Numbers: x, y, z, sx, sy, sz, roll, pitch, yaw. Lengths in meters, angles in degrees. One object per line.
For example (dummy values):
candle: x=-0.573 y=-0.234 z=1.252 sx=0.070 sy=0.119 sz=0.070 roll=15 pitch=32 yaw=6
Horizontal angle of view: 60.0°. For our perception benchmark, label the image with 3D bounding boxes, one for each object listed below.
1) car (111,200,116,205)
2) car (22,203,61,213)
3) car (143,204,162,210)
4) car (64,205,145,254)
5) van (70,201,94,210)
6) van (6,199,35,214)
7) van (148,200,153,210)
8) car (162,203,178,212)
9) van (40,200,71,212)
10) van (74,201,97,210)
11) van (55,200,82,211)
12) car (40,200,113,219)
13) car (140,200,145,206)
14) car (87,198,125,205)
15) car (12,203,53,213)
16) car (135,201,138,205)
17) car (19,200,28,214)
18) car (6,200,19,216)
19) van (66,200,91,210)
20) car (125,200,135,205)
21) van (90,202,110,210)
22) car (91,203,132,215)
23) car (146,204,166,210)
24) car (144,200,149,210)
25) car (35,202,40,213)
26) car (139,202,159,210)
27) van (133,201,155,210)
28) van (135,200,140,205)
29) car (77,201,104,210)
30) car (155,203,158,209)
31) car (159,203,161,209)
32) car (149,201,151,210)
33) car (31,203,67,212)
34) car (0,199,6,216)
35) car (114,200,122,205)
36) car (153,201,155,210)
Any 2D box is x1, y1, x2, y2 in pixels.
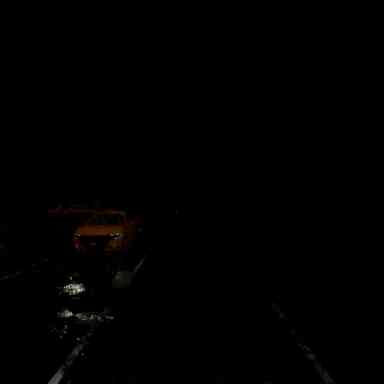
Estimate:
car: x=-10.352 y=1.804 z=32.252 sx=4.892 sy=1.521 sz=2.231 roll=0 pitch=-1 yaw=0
car: x=-23.418 y=2.410 z=51.857 sx=5.008 sy=1.535 sz=2.097 roll=0 pitch=-2 yaw=0
car: x=-10.330 y=3.899 z=87.707 sx=4.892 sy=1.521 sz=2.231 roll=0 pitch=-3 yaw=0
car: x=-3.356 y=1.522 z=13.882 sx=1.882 sy=1.535 sz=5.008 roll=0 pitch=-1 yaw=0
van: x=-23.536 y=2.873 z=71.226 sx=4.442 sy=1.987 sz=1.878 roll=0 pitch=-3 yaw=0
van: x=-23.541 y=1.916 z=43.558 sx=4.442 sy=1.987 sz=1.878 roll=0 pitch=-2 yaw=0
van: x=-10.224 y=2.538 z=62.774 sx=4.442 sy=1.987 sz=1.878 roll=0 pitch=-2 yaw=0
car: x=-3.334 y=2.600 z=55.081 sx=1.994 sy=1.385 sz=4.181 roll=0 pitch=-2 yaw=0
van: x=-23.539 y=2.364 z=57.402 sx=4.442 sy=1.987 sz=1.878 roll=0 pitch=-2 yaw=0
van: x=-23.536 y=3.001 z=73.868 sx=4.442 sy=1.987 sz=1.878 roll=0 pitch=-3 yaw=0
van: x=-23.304 y=2.543 z=62.938 sx=4.442 sy=1.987 sz=1.878 roll=0 pitch=-2 yaw=0
car: x=-10.161 y=1.735 z=29.484 sx=5.366 sy=1.575 sz=1.946 roll=0 pitch=-1 yaw=0
car: x=-10.348 y=2.405 z=51.668 sx=5.008 sy=1.535 sz=2.097 roll=0 pitch=-2 yaw=0
car: x=-10.377 y=1.834 z=37.803 sx=4.553 sy=1.767 sz=2.185 roll=0 pitch=-2 yaw=0
car: x=-23.418 y=2.317 z=48.963 sx=5.008 sy=1.535 sz=2.097 roll=0 pitch=-2 yaw=0
car: x=-10.346 y=2.266 z=46.117 sx=4.674 sy=1.452 sz=2.002 roll=0 pitch=-2 yaw=0
car: x=-23.418 y=2.053 z=40.781 sx=4.892 sy=1.521 sz=2.231 roll=0 pitch=-2 yaw=0
car: x=-23.240 y=1.962 z=38.015 sx=5.366 sy=1.575 sz=1.946 roll=0 pitch=-2 yaw=0
van: x=-23.303 y=2.732 z=68.327 sx=4.442 sy=1.987 sz=1.878 roll=0 pitch=-2 yaw=0
car: x=-10.316 y=1.795 z=40.577 sx=5.566 sy=2.045 sz=2.435 roll=0 pitch=-2 yaw=0
van: x=-23.534 y=3.537 z=84.936 sx=4.442 sy=1.987 sz=1.878 roll=0 pitch=-3 yaw=0
car: x=-10.374 y=2.166 z=43.343 sx=4.792 sy=1.488 sz=2.163 roll=0 pitch=-2 yaw=0
car: x=-10.150 y=4.164 z=93.252 sx=5.366 sy=1.575 sz=1.946 roll=0 pitch=-3 yaw=0
car: x=-10.312 y=2.614 z=57.215 sx=4.792 sy=1.488 sz=2.163 roll=0 pitch=-2 yaw=0
car: x=-23.392 y=2.106 z=46.322 sx=4.553 sy=1.767 sz=2.185 roll=0 pitch=-2 yaw=0
car: x=-10.307 y=3.370 z=79.394 sx=4.553 sy=1.767 sz=2.185 roll=0 pitch=-3 yaw=0
van: x=-10.223 y=2.867 z=71.080 sx=4.442 sy=1.987 sz=1.878 roll=0 pitch=-3 yaw=0
van: x=-10.460 y=2.090 z=48.900 sx=4.442 sy=1.987 sz=1.878 roll=0 pitch=-2 yaw=0
car: x=-23.390 y=3.109 z=76.637 sx=5.566 sy=2.045 sz=2.435 roll=0 pitch=-3 yaw=0
car: x=-10.368 y=2.707 z=68.308 sx=5.566 sy=2.045 sz=2.435 roll=0 pitch=-3 yaw=0
car: x=-10.333 y=3.361 z=76.615 sx=5.008 sy=1.535 sz=2.097 roll=0 pitch=-3 yaw=0
car: x=-10.344 y=2.715 z=59.991 sx=4.674 sy=1.452 sz=2.002 roll=0 pitch=-2 yaw=0
car: x=-23.416 y=2.501 z=54.626 sx=4.892 sy=1.521 sz=2.231 roll=0 pitch=-2 yaw=0
car: x=-23.453 y=1.630 z=35.255 sx=5.566 sy=2.045 sz=2.435 roll=0 pitch=-1 yaw=0
car: x=-10.352 y=1.877 z=35.023 sx=5.008 sy=1.535 sz=2.097 roll=0 pitch=-2 yaw=0
car: x=-10.370 y=2.884 z=65.547 sx=4.792 sy=1.488 sz=2.163 roll=0 pitch=-2 yaw=0
